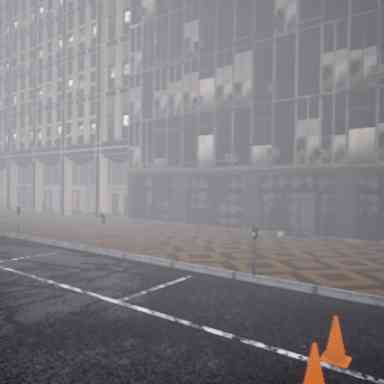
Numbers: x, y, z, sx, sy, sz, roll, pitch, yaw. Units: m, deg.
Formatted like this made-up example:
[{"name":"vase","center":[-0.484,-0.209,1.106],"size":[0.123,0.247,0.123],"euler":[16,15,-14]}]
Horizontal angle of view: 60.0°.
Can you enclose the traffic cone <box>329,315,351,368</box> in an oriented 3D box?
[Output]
[{"name":"traffic cone","center":[1.915,1.949,4.448],"size":[0.340,0.580,0.340],"euler":[1,1,36]}]

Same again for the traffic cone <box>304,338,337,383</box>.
[{"name":"traffic cone","center":[1.332,1.948,3.636],"size":[0.340,0.580,0.340],"euler":[1,0,36]}]

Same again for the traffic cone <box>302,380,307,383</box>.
[{"name":"traffic cone","center":[0.750,1.946,2.823],"size":[0.340,0.580,0.340],"euler":[1,0,36]}]
